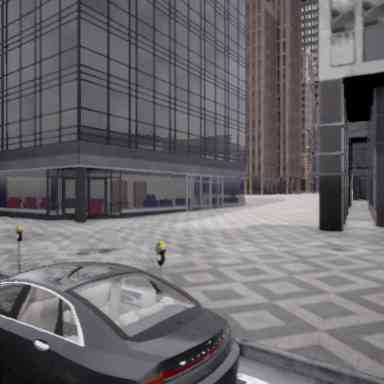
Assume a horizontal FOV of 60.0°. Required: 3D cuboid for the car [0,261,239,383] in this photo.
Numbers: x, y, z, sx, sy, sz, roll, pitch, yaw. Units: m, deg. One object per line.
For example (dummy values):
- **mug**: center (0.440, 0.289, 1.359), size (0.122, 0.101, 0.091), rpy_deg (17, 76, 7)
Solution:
- **car**: center (-1.580, 1.558, 4.089), size (4.403, 1.369, 2.008), rpy_deg (0, 0, 36)
